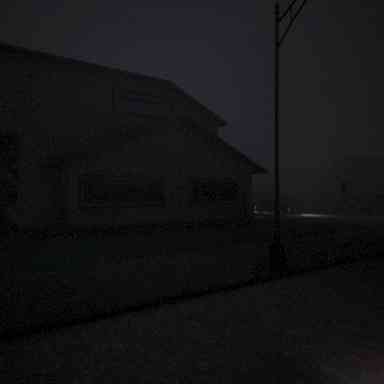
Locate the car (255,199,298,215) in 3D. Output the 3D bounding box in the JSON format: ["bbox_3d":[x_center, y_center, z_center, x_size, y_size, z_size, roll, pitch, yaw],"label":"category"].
[{"bbox_3d":[8.763,1.505,34.814,1.837,1.490,4.892,0,0,-35],"label":"car"}]
